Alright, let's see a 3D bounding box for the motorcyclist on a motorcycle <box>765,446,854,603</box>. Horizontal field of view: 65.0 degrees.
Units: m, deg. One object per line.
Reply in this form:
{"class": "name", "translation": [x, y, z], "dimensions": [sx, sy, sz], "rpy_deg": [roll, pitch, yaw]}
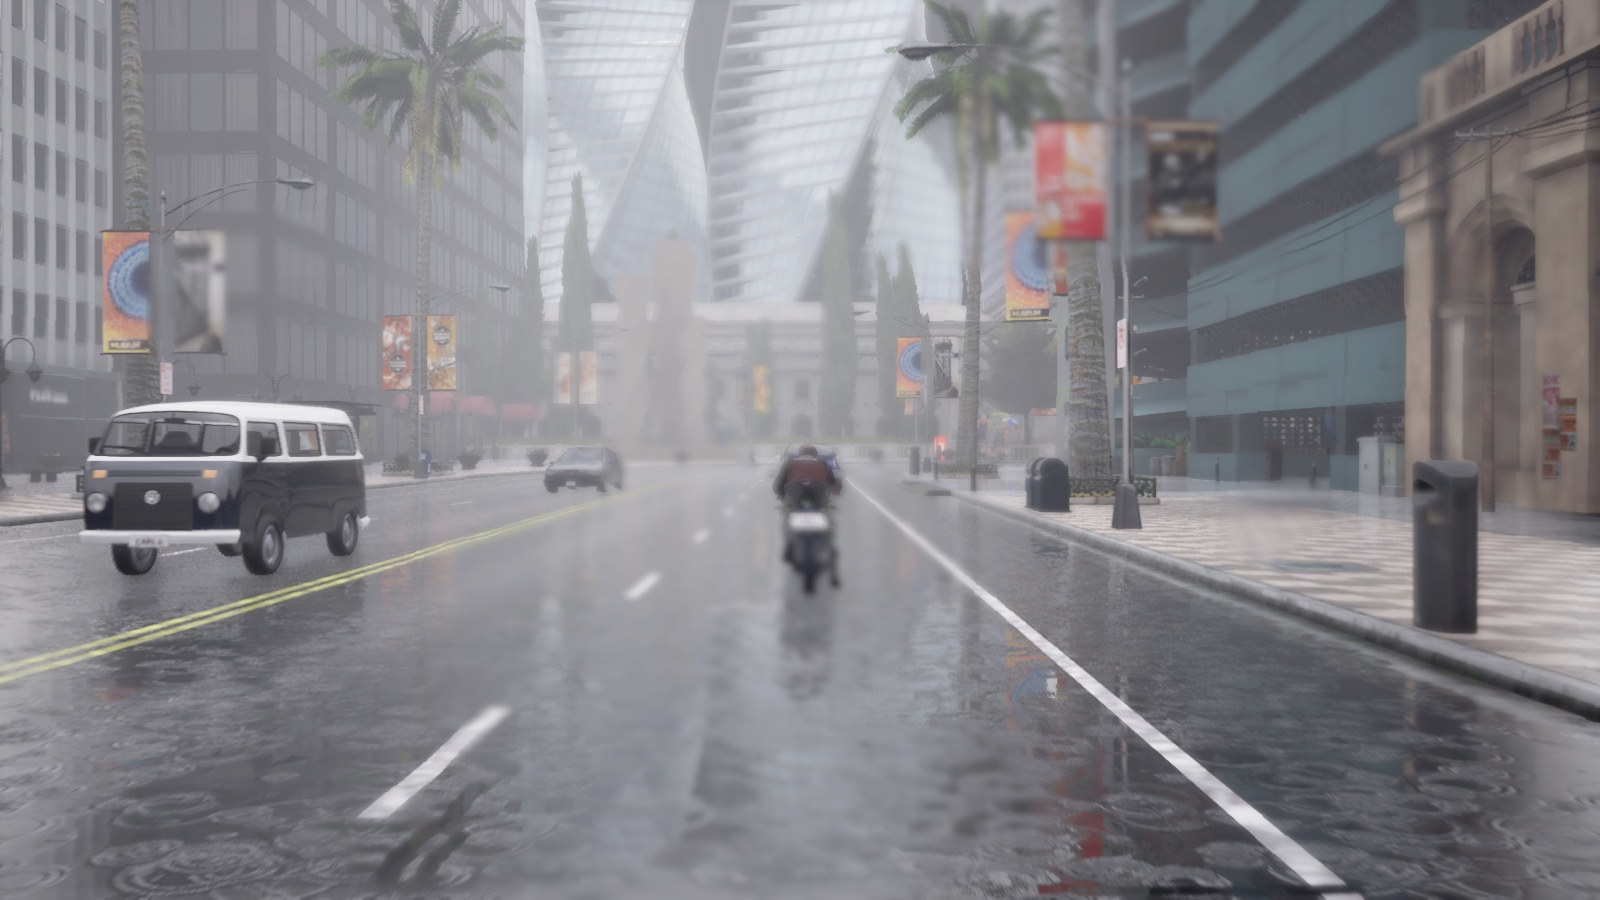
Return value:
{"class": "motorcyclist on a motorcycle", "translation": [0.097, 0.728, 13.380], "dimensions": [0.866, 1.530, 2.191], "rpy_deg": [0, 0, 0]}

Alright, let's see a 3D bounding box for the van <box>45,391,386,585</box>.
{"class": "van", "translation": [-6.889, 0.405, 15.448], "dimensions": [2.069, 2.038, 4.480], "rpy_deg": [0, 0, 0]}

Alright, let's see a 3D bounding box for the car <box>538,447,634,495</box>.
{"class": "car", "translation": [-6.708, 0.628, 39.910], "dimensions": [2.033, 1.411, 5.357], "rpy_deg": [0, 0, 1]}

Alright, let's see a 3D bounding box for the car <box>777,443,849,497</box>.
{"class": "car", "translation": [0.324, 0.543, 37.422], "dimensions": [2.007, 1.525, 4.514], "rpy_deg": [0, 0, -1]}
